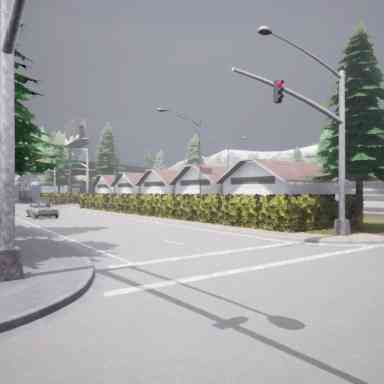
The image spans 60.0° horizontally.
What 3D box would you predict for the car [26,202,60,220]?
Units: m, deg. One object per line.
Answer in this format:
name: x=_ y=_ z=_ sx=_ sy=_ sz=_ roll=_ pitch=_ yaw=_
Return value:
car: x=-12.794 y=1.558 z=28.442 sx=1.895 sy=1.301 sz=4.718 roll=0 pitch=0 yaw=-36
